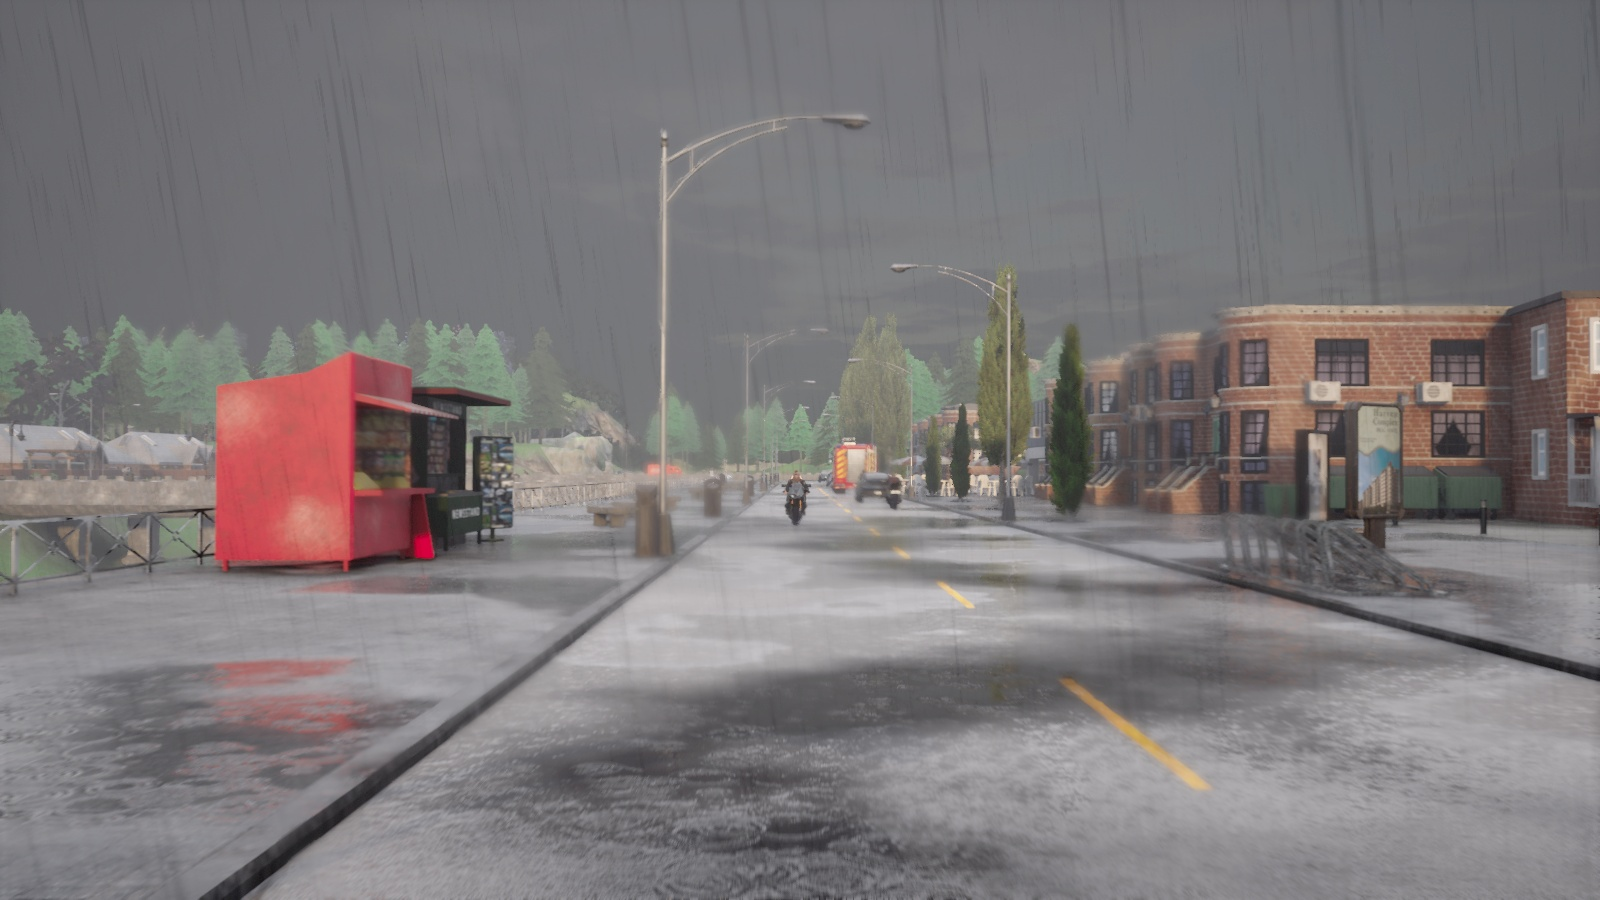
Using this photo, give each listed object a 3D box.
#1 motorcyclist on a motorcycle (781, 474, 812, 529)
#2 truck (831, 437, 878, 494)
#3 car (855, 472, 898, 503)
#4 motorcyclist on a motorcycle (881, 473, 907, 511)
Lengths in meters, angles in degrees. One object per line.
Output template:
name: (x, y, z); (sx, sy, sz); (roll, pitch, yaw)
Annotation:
motorcyclist on a motorcycle: (-0.094, 1.460, 36.426); (0.866, 1.530, 2.191); (0, -1, 0)
truck: (3.766, 1.118, 88.592); (2.891, 3.827, 8.468); (0, -1, 0)
car: (3.834, 1.871, 63.735); (1.837, 1.490, 4.892); (0, -1, 0)
motorcyclist on a motorcycle: (3.865, 1.701, 51.789); (0.866, 1.530, 2.191); (0, -1, 0)
